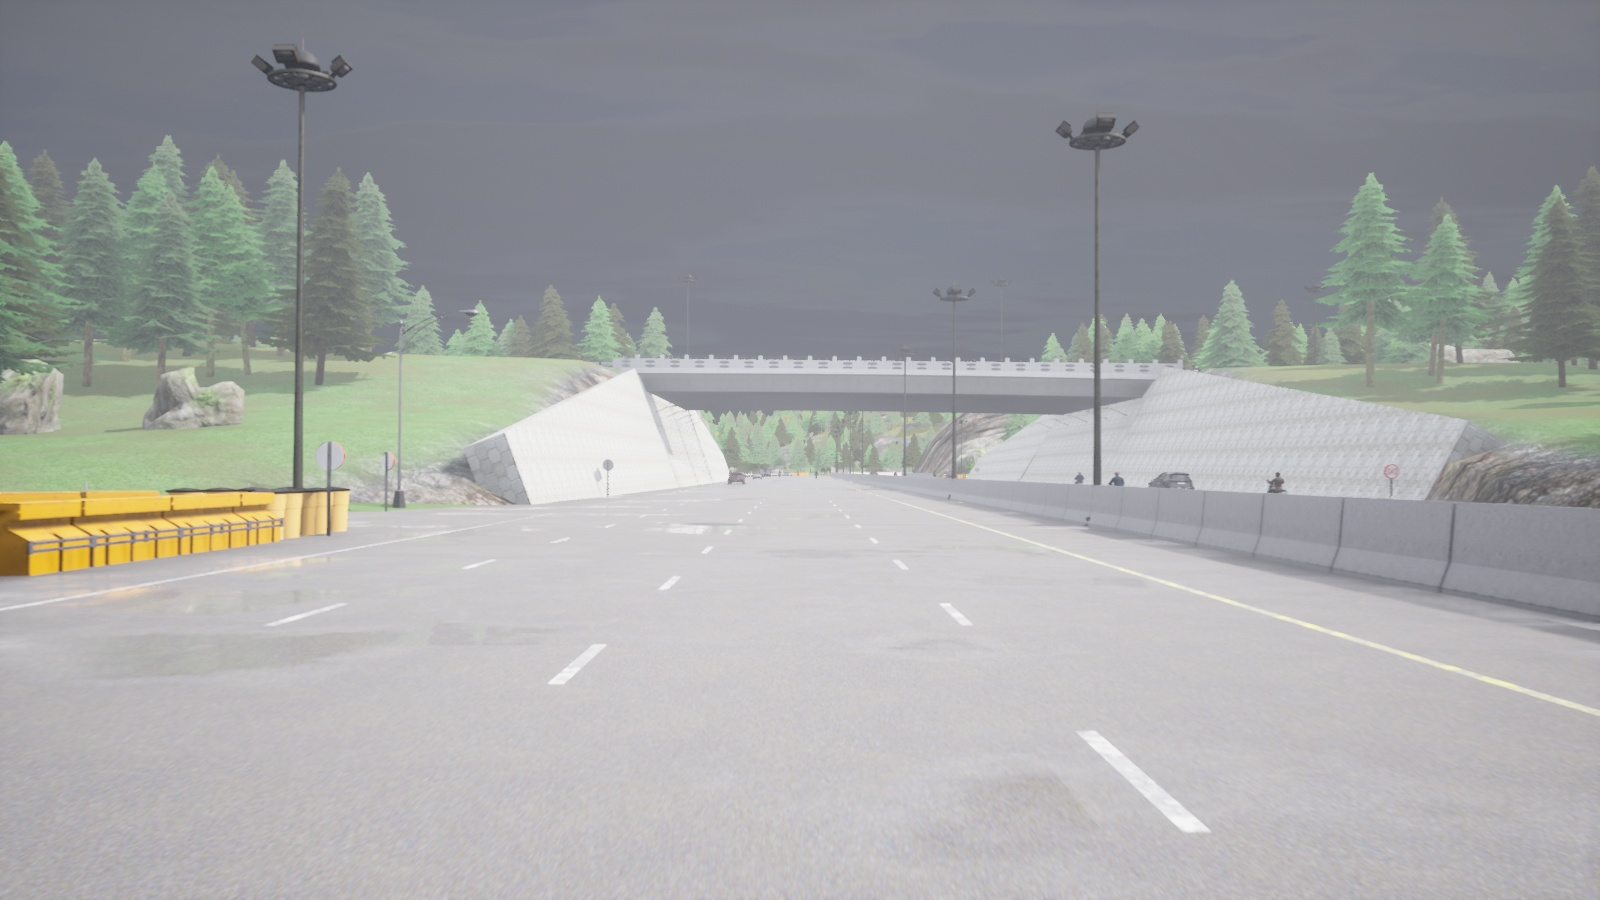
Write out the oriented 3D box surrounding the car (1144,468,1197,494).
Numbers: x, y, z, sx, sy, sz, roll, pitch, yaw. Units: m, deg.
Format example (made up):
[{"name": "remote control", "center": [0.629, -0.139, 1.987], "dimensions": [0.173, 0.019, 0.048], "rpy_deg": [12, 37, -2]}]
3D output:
[{"name": "car", "center": [24.300, 2.029, 82.513], "dimensions": [2.033, 1.649, 4.856], "rpy_deg": [0, -1, 0]}]
